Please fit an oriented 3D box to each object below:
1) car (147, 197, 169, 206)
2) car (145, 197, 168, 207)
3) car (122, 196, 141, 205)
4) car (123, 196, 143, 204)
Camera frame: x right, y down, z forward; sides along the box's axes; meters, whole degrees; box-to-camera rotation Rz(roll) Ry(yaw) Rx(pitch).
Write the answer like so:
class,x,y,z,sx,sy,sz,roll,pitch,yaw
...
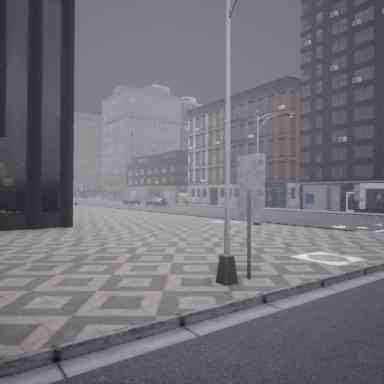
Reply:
class,x,y,z,sx,sy,sz,roll,pitch,yaw
car,-6.254,1.638,60.397,1.837,1.490,4.892,1,0,-36
car,-5.938,1.624,54.267,1.812,1.442,4.674,1,0,-36
car,-11.388,1.713,61.806,1.895,1.301,4.718,1,0,-36
car,-12.319,1.639,68.853,2.128,1.511,4.902,1,0,-36
